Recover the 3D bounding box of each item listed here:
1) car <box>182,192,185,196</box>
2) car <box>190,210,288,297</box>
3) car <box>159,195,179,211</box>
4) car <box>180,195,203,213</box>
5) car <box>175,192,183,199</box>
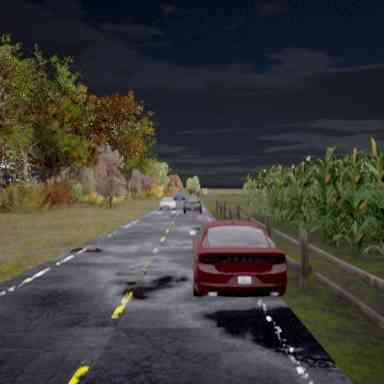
[{"bbox_3d":[0.060,1.217,46.033,2.097,1.767,4.553,0,0,1],"label":"car"},{"bbox_3d":[0.964,1.451,8.553,1.882,1.535,5.008,0,0,0],"label":"car"},{"bbox_3d":[-2.844,1.410,39.257,1.812,1.442,4.674,0,0,0],"label":"car"},{"bbox_3d":[0.070,1.390,34.530,2.128,1.511,4.902,0,0,0],"label":"car"},{"bbox_3d":[-2.742,1.007,76.154,2.150,2.045,5.566,0,0,0],"label":"car"}]
